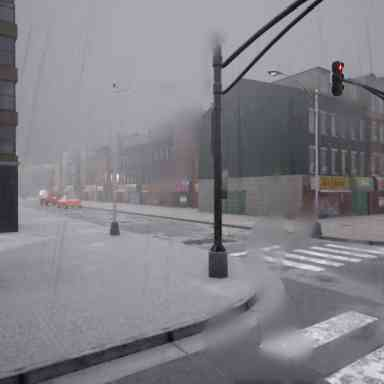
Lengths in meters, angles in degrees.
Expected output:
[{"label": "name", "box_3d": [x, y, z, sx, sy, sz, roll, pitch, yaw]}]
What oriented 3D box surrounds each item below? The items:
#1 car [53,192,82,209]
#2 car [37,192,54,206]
[{"label": "car", "box_3d": [-15.891, 1.206, 42.983, 2.097, 1.767, 4.553, 0, 0, -36]}, {"label": "car", "box_3d": [-21.631, 1.045, 50.922, 2.150, 2.045, 5.566, 0, 0, -36]}]
